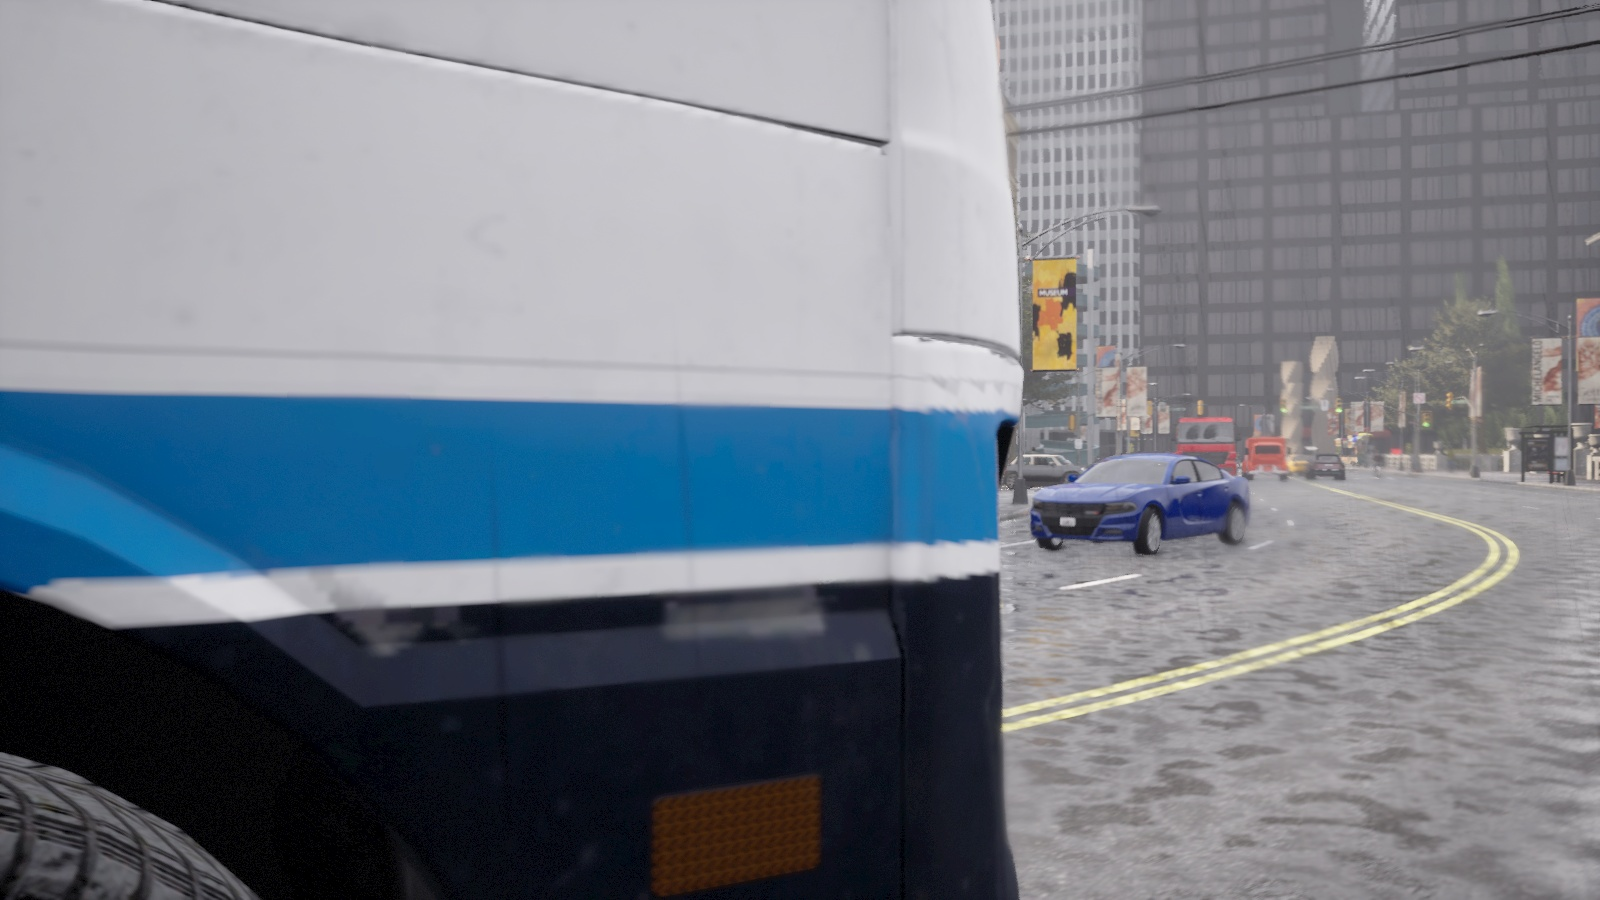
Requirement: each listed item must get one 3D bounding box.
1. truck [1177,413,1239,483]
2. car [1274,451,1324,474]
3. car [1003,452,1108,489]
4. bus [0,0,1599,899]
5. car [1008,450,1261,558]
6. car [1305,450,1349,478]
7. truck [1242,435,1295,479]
[{"bbox_3d":[21.313,-0.091,65.948,2.891,3.462,7.936,0,0,16],"label":"truck"},{"bbox_3d":[34.452,0.860,86.878,1.801,1.575,5.366,0,0,6],"label":"car"},{"bbox_3d":[10.550,0.841,51.852,3.806,1.475,1.970,0,0,33],"label":"car"},{"bbox_3d":[-4.207,-0.619,0.676,10.273,4.253,3.944,0,0,-29],"label":"bus"},{"bbox_3d":[5.518,0.770,20.238,1.882,1.535,5.008,0,0,41],"label":"car"},{"bbox_3d":[31.714,0.824,75.648,2.033,1.649,4.856,0,0,18],"label":"car"},{"bbox_3d":[27.207,0.411,73.051,2.627,2.467,5.204,0,0,18],"label":"truck"}]
